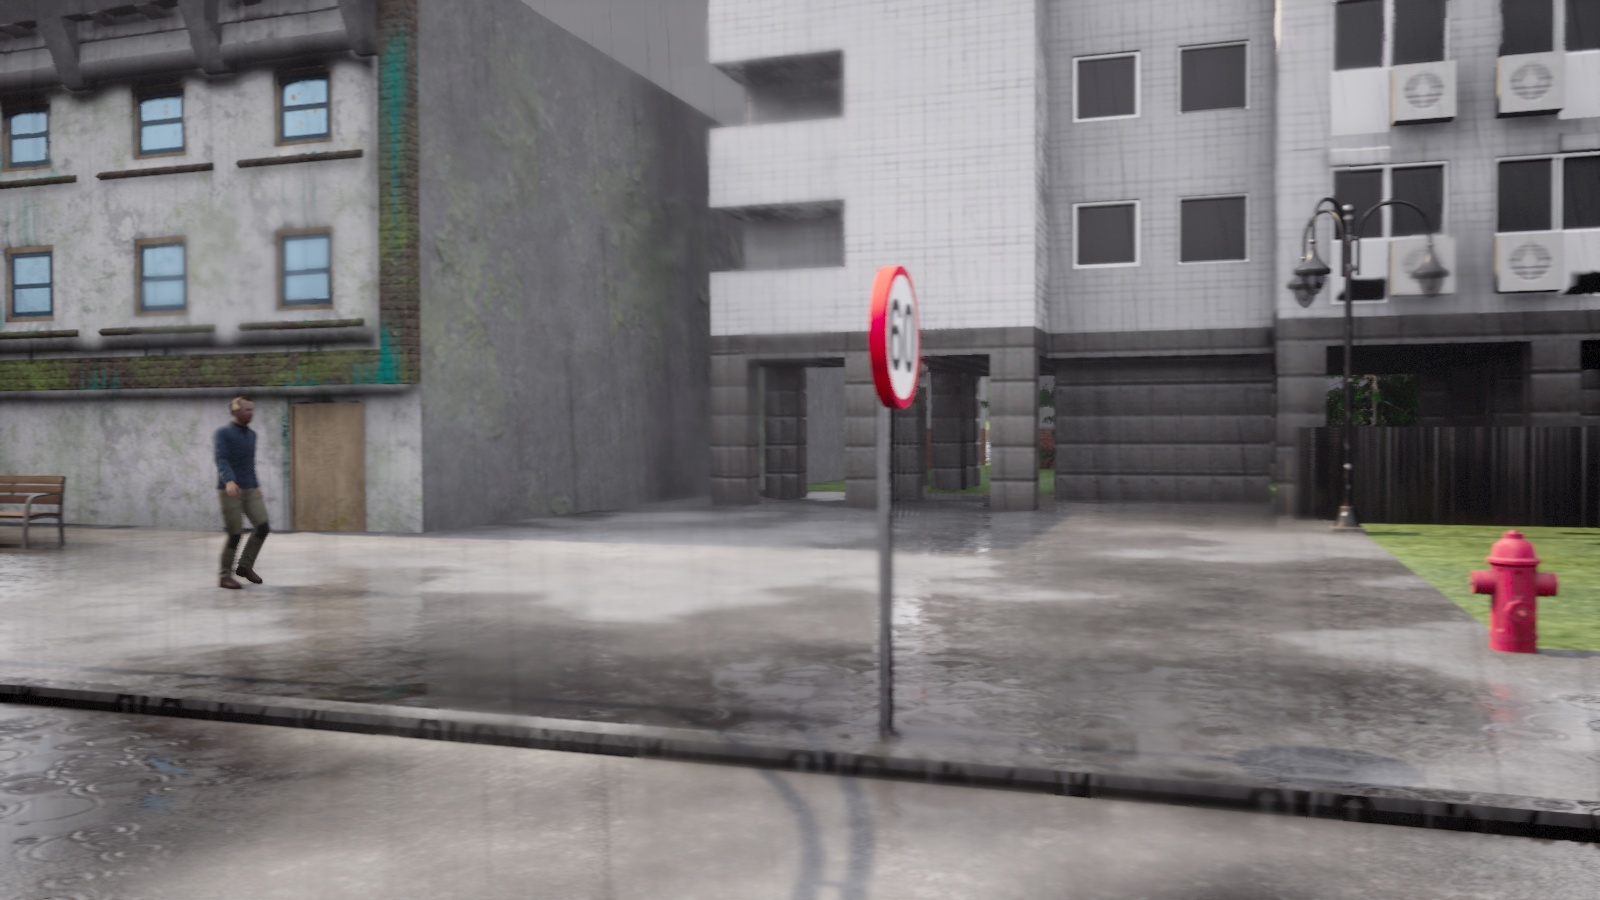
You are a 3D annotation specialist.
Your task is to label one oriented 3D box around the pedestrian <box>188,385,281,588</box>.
[{"bbox_3d":[-5.269,0.329,11.710,0.726,1.842,0.402,1,1,22],"label":"pedestrian"}]
